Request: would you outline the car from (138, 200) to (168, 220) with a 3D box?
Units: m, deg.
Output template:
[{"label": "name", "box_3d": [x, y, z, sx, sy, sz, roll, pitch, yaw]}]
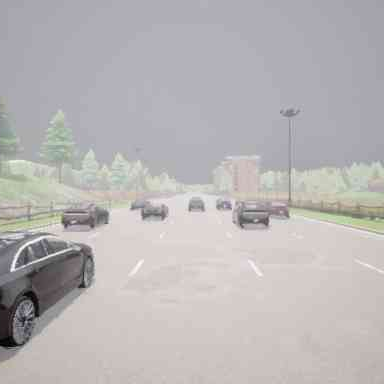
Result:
[{"label": "car", "box_3d": [-3.078, 1.600, 28.455, 1.895, 1.301, 4.718, 0, 0, 1]}]

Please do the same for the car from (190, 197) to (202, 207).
[{"label": "car", "box_3d": [0.660, 1.525, 53.495, 1.812, 1.442, 4.674, 0, 0, -1]}]

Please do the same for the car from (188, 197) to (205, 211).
[{"label": "car", "box_3d": [0.558, 1.487, 40.997, 2.128, 1.511, 4.902, 0, 0, 1]}]

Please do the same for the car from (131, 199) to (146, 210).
[{"label": "car", "box_3d": [-6.424, 1.563, 42.028, 1.994, 1.385, 4.181, 0, 0, 1]}]

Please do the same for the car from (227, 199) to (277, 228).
[{"label": "car", "box_3d": [3.852, 1.491, 22.226, 2.128, 1.511, 4.902, 0, 0, 1]}]

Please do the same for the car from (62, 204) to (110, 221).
[{"label": "car", "box_3d": [-6.659, 1.491, 21.280, 2.128, 1.511, 4.902, 0, 0, 1]}]

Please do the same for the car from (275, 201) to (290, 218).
[{"label": "car", "box_3d": [7.439, 1.525, 29.929, 1.812, 1.442, 4.674, 0, 0, 1]}]

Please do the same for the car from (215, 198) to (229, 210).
[{"label": "car", "box_3d": [4.089, 1.525, 43.386, 1.812, 1.442, 4.674, 0, 0, 1]}]

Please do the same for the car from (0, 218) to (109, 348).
[{"label": "car", "box_3d": [-3.330, 1.491, 6.259, 2.128, 1.511, 4.902, 0, 0, 1]}]
